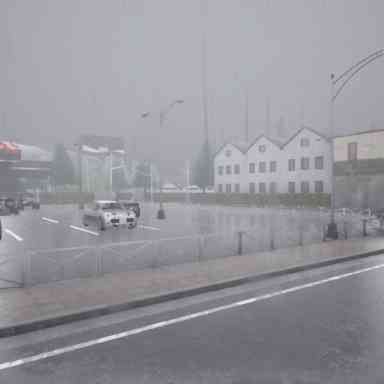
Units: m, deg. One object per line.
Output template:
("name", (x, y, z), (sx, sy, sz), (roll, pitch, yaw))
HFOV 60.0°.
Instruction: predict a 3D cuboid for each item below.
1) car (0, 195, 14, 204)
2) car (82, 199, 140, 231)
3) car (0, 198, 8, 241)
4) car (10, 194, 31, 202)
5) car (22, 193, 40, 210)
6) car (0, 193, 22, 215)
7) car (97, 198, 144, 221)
("car", (-38.355, 1.495, 66.689), (4.611, 1.667, 2.242), (0, 0, -36))
("car", (-4.598, 1.248, 18.384), (1.970, 1.475, 3.806), (0, 0, -36))
("car", (-9.636, 1.169, 14.395), (2.152, 1.636, 5.027), (0, 0, -36))
("car", (-38.110, 1.328, 73.817), (3.866, 1.878, 1.905), (0, 0, -36))
("car", (-19.063, 1.092, 38.687), (1.905, 1.878, 3.866), (0, 0, -36))
("car", (-17.171, 1.113, 30.372), (1.932, 1.855, 4.605), (0, 0, -36))
("car", (-5.708, 1.313, 26.250), (2.007, 1.523, 4.514), (0, 0, -36))
